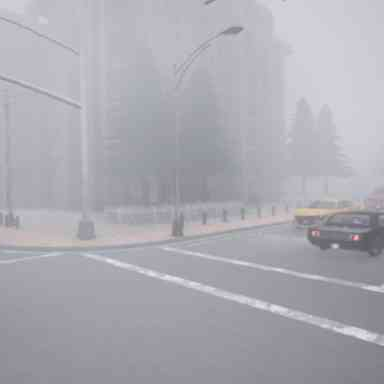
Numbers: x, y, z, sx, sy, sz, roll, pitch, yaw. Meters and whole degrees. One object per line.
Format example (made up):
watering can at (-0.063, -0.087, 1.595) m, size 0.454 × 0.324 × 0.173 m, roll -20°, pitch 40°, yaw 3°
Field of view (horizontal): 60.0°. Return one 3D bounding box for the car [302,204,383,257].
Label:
car at (6.083, 1.321, 11.705) m, size 4.718 × 1.301 × 1.895 m, roll -2°, pitch 1°, yaw -41°

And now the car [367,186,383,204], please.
car at (14.859, 0.583, 24.883) m, size 5.566 × 2.045 × 2.150 m, roll -2°, pitch 1°, yaw -43°

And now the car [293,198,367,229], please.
car at (7.182, 1.090, 17.551) m, size 5.008 × 1.535 × 1.882 m, roll -2°, pitch 1°, yaw -44°
